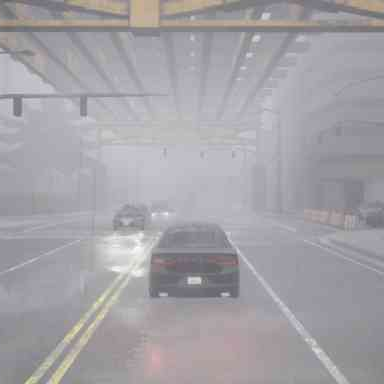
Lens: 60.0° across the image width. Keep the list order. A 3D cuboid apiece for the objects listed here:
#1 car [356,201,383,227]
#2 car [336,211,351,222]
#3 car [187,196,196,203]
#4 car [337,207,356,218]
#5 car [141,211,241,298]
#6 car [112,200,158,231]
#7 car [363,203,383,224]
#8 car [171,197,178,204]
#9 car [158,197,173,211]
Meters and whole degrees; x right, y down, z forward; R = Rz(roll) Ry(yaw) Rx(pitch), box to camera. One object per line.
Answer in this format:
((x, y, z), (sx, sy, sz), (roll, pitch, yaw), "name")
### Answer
((13.217, 1.453, 20.894), (4.974, 1.542, 2.038), (0, 0, -20), "car")
((13.534, 1.453, 25.053), (4.974, 1.542, 2.038), (0, 0, 25), "car")
((-0.047, 1.492, 66.397), (2.128, 1.511, 4.902), (0, 0, 0), "car")
((13.581, 1.295, 25.032), (4.536, 1.218, 1.853), (0, 0, 25), "car")
((0.054, 1.478, 8.590), (1.882, 1.535, 5.008), (0, 0, 0), "car")
((-3.646, 1.492, 20.912), (2.128, 1.511, 4.902), (0, 0, 0), "car")
((13.265, 1.295, 20.912), (4.536, 1.218, 1.853), (0, 0, -20), "car")
((-3.643, 1.548, 61.451), (2.033, 1.411, 5.357), (0, 0, 0), "car")
((-3.684, 1.601, 39.493), (1.895, 1.301, 4.718), (0, 0, 0), "car")
